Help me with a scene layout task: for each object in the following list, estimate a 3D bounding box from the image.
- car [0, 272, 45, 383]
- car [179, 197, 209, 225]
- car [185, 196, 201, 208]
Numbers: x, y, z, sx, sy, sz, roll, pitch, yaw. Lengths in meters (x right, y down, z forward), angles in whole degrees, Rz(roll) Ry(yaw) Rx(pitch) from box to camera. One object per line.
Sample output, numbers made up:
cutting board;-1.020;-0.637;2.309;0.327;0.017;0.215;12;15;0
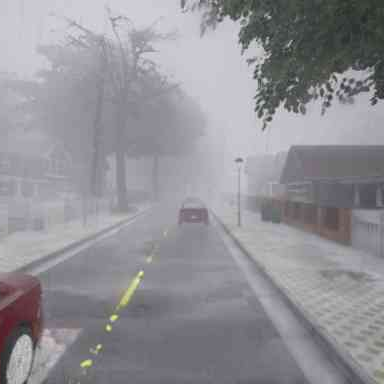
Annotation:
car;-2.840;1.467;2.272;1.882;1.535;5.008;0;0;0
car;0.104;1.344;22.675;1.882;1.535;5.008;0;0;0
car;0.111;1.263;42.535;1.994;1.385;4.181;0;0;0
